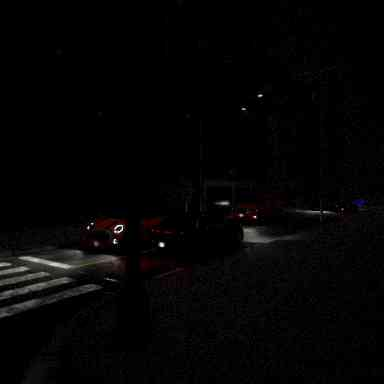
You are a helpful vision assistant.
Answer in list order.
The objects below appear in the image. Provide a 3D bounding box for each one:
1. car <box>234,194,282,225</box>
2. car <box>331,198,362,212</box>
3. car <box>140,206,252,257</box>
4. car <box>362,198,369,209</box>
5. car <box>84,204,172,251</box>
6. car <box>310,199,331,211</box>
[{"bbox_3d":[4.895,1.215,24.713,2.150,2.045,5.566,0,0,35],"label":"car"},{"bbox_3d":[17.830,1.608,38.354,1.895,1.301,4.718,0,0,35],"label":"car"},{"bbox_3d":[0.362,1.512,13.142,1.837,1.490,4.892,0,0,35],"label":"car"},{"bbox_3d":[23.576,1.540,46.753,1.812,1.442,4.674,0,0,35],"label":"car"},{"bbox_3d":[-2.316,1.347,14.227,2.097,1.767,4.553,0,0,34],"label":"car"},{"bbox_3d":[16.018,1.542,40.713,2.033,1.411,5.357,0,0,35],"label":"car"}]
